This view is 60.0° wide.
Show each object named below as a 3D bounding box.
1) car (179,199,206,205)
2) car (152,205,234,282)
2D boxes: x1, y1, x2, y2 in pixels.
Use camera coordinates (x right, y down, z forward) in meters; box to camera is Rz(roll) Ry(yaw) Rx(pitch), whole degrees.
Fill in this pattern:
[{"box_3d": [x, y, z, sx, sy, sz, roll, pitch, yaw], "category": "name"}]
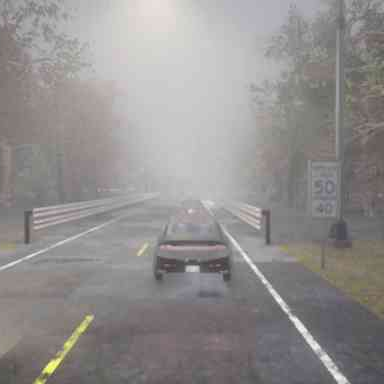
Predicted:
[{"box_3d": [0.012, 1.205, 23.776, 2.033, 1.411, 5.357, 0, 1, 0], "category": "car"}, {"box_3d": [0.035, 1.356, 9.319, 2.128, 1.511, 4.902, 0, 1, 0], "category": "car"}]
